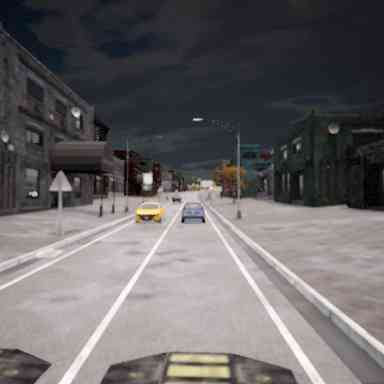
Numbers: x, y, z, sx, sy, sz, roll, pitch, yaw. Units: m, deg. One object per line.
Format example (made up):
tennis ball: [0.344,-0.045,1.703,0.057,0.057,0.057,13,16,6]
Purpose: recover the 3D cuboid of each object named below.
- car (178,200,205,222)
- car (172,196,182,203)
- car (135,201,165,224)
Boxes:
car: [0.101,1.574,26.852,2.033,1.411,5.357,0,0,0]
car: [-3.010,1.445,67.574,2.033,1.411,5.357,0,0,0]
car: [-3.101,1.505,25.249,1.882,1.535,5.008,0,0,0]
